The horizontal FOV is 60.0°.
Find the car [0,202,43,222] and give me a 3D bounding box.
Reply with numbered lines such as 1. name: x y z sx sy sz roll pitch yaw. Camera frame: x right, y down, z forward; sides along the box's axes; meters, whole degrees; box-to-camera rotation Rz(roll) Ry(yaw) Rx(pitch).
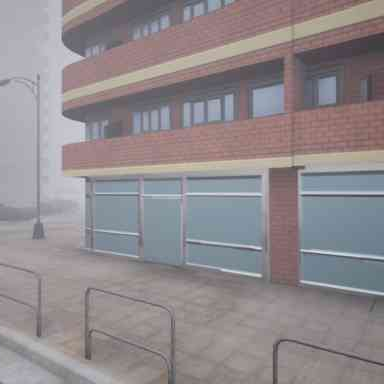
1. car: -13.970 1.547 23.837 2.033 1.411 5.357 0 0 36

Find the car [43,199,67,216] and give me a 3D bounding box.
1. car: -14.121 1.601 29.910 1.895 1.301 4.718 0 0 36

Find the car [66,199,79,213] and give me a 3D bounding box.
1. car: -14.405 1.505 35.446 1.837 1.490 4.892 0 0 36
